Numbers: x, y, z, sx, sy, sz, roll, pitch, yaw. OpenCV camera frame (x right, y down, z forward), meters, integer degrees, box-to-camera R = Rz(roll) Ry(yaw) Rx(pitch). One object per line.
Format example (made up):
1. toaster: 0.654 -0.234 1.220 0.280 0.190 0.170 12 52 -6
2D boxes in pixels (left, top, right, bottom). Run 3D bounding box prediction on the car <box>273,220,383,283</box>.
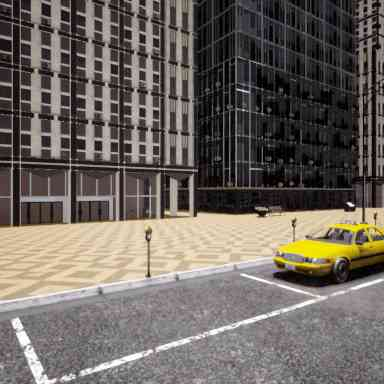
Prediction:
1. car: 4.407 1.526 9.653 4.829 1.417 1.752 0 0 -35
